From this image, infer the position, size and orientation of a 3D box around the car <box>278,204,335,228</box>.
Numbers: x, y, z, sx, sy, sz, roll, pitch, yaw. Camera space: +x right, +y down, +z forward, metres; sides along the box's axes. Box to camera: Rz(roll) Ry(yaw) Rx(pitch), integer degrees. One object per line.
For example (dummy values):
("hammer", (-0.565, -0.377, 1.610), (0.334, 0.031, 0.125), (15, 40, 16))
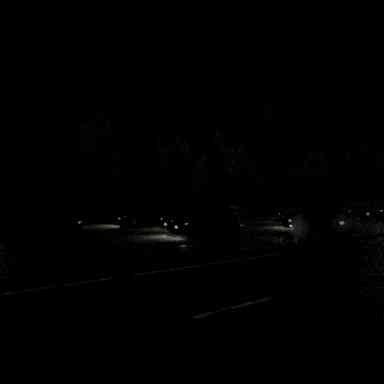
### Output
("car", (8.384, 1.809, 24.081), (4.181, 1.385, 1.994), (1, -1, -35))

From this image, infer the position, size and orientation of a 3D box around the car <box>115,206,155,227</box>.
("car", (-3.430, 1.697, 24.263), (4.181, 1.385, 1.994), (1, -1, -35))

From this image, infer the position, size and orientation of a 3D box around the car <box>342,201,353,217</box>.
("car", (18.229, 1.637, 35.292), (5.566, 2.045, 2.150), (1, 0, -35))

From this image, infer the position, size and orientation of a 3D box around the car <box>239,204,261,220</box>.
("car", (4.119, 1.768, 29.626), (4.674, 1.442, 1.812), (1, -1, -35))

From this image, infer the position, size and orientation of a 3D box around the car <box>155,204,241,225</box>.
("car", (0.471, 1.708, 22.752), (5.357, 1.411, 2.033), (1, 0, -35))

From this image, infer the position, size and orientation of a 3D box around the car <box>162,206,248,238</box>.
("car", (0.799, 1.700, 18.684), (4.181, 1.385, 1.994), (1, -1, -35))

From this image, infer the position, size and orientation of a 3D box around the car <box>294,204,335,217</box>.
("car", (13.347, 1.976, 36.123), (4.718, 1.301, 1.895), (1, 0, -35))

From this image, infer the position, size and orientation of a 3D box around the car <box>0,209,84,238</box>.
("car", (-8.259, 1.582, 16.595), (5.357, 1.411, 2.033), (1, 0, -35))

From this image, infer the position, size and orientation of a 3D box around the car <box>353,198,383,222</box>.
("car", (17.535, 1.598, 30.514), (5.566, 2.045, 2.150), (1, 0, -36))

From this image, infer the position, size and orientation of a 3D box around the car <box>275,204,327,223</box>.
("car", (9.640, 1.798, 29.247), (4.892, 1.490, 1.837), (1, -1, -35))
